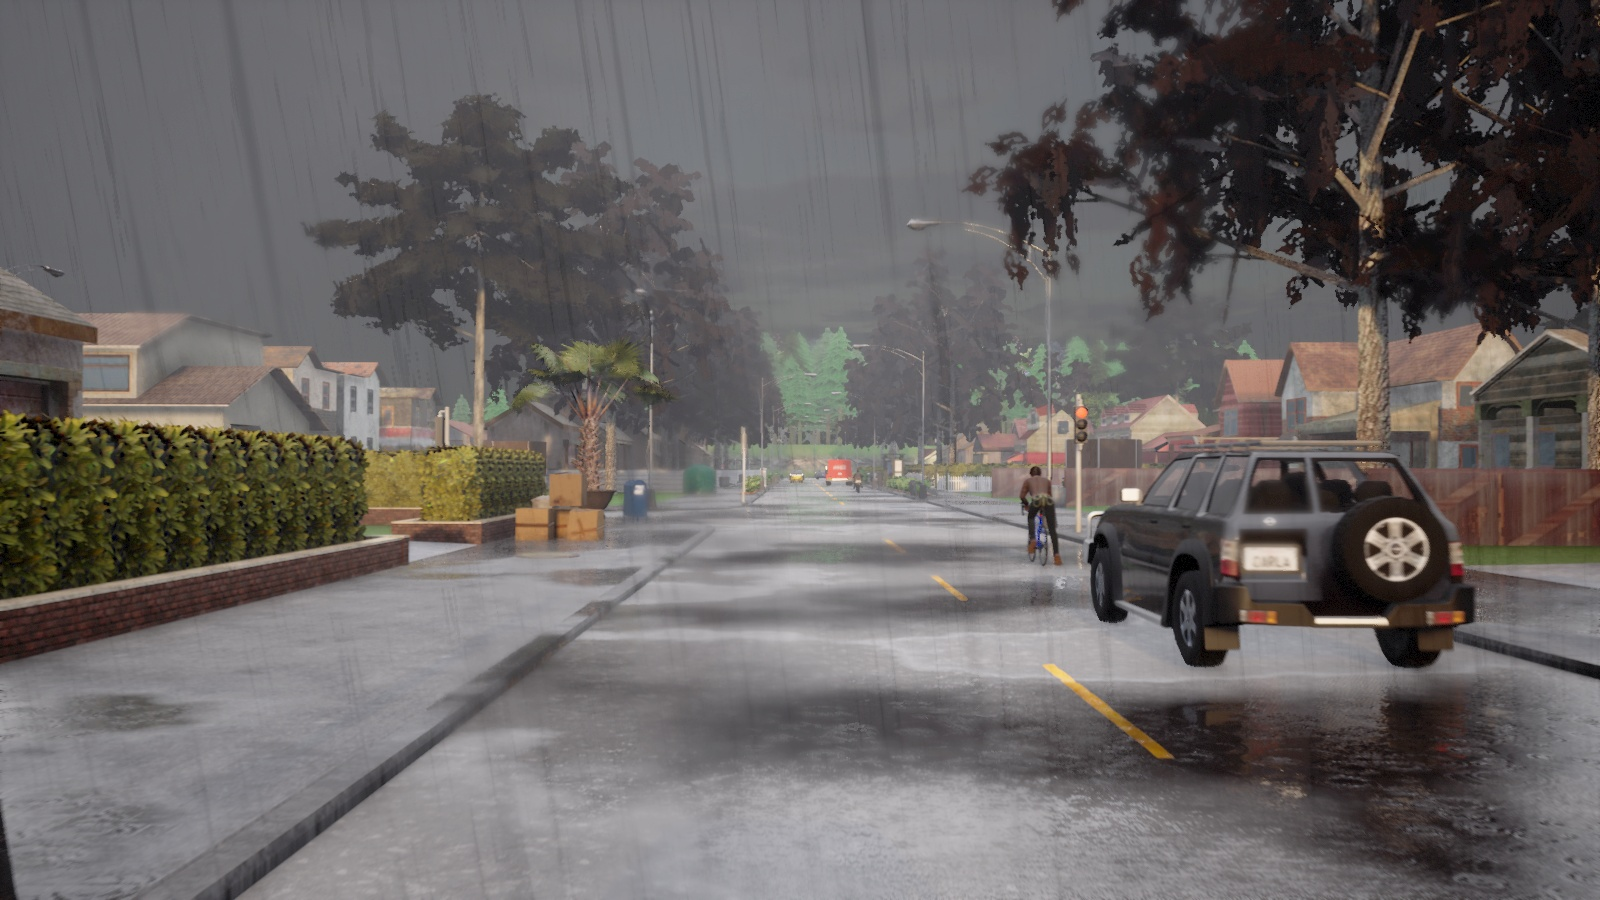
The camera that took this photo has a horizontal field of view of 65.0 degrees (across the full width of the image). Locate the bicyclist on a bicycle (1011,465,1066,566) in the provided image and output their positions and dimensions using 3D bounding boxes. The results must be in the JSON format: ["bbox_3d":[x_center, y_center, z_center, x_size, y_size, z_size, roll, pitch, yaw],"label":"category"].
[{"bbox_3d":[3.947,1.064,20.880,0.582,1.620,1.656,0,-1,0],"label":"bicyclist on a bicycle"}]

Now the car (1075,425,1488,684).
[{"bbox_3d":[3.970,0.784,11.344,1.932,1.855,4.605,0,-1,0],"label":"car"}]
